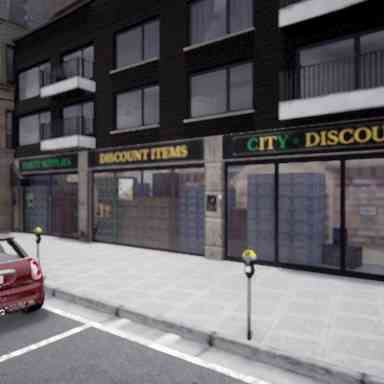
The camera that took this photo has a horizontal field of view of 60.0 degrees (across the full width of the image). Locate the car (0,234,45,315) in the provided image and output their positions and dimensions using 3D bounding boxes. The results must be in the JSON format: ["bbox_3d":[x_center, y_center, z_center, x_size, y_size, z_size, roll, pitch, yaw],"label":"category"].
[{"bbox_3d":[-4.725,1.457,6.445,4.097,1.590,1.967,0,0,35],"label":"car"}]
